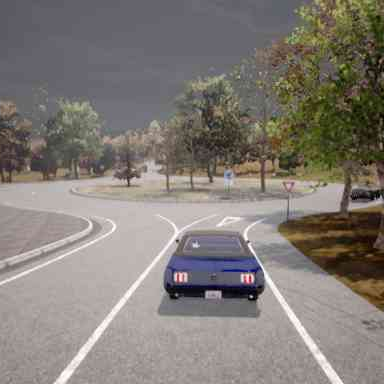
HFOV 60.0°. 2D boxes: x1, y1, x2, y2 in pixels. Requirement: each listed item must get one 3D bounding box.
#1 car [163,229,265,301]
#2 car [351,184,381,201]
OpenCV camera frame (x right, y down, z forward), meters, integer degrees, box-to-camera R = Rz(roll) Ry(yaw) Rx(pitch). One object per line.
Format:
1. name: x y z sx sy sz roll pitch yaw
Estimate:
1. car: 0.507 1.582 8.283 1.895 1.301 4.718 0 0 3
2. car: 16.814 -0.034 31.976 2.033 1.411 5.357 5 8 39
